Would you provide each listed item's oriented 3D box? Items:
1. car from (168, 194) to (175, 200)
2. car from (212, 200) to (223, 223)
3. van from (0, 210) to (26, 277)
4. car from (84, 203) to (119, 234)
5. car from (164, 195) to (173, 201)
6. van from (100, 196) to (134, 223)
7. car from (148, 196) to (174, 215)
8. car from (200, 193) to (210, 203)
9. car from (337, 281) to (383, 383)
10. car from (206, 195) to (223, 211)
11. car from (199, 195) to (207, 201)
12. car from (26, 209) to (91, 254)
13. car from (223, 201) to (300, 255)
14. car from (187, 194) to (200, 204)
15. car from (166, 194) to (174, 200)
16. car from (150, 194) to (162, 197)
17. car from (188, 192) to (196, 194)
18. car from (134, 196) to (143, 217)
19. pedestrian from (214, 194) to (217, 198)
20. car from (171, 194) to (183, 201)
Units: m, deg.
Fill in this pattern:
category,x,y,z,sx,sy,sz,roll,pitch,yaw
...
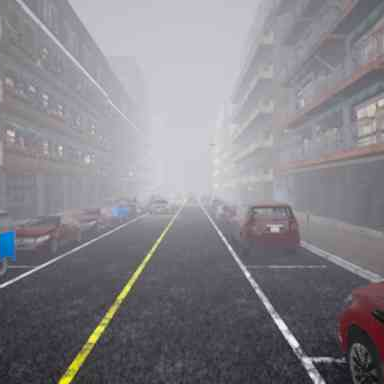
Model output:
category,x,y,z,sx,sy,sz,roll,pitch,yaw
car,-5.689,1.369,92.270,1.752,1.417,4.829,-1,0,0
car,2.683,1.535,24.440,1.802,1.307,4.206,-1,0,0
van,-5.669,1.326,7.479,1.690,1.788,3.998,-1,0,0
car,-5.667,1.545,18.807,1.802,1.307,4.206,-1,0,0
car,-5.690,1.385,80.942,1.752,1.417,4.829,-1,0,0
van,-5.682,1.294,24.472,1.690,1.788,3.998,-1,0,0
car,-3.088,1.462,33.413,1.812,1.442,4.674,0,0,0
car,2.685,1.201,64.086,2.192,1.841,5.009,-1,0,0
car,2.677,1.311,1.783,2.192,1.841,5.009,-1,0,0
car,3.006,1.452,39.877,1.812,1.442,4.674,0,0,0
car,2.691,1.426,81.077,1.947,1.339,4.313,-1,0,0
car,-5.665,1.556,13.144,1.802,1.307,4.206,-1,0,0
car,2.678,1.289,13.112,2.192,1.841,5.009,-1,0,0
car,0.052,1.458,59.279,1.994,1.385,4.181,0,0,1
car,-5.689,1.377,86.606,1.752,1.417,4.829,-1,0,0
car,-5.696,1.218,52.791,2.192,1.841,5.009,-1,0,0
car,0.010,0.950,74.216,2.150,2.045,5.566,0,0,0
car,-5.710,1.257,30.135,2.192,1.841,5.009,-1,0,0
pedestrian,3.006,1.215,42.701,0.375,1.860,0.375,-1,1,-5
car,-2.990,1.272,74.992,1.882,1.535,5.008,0,0,0
